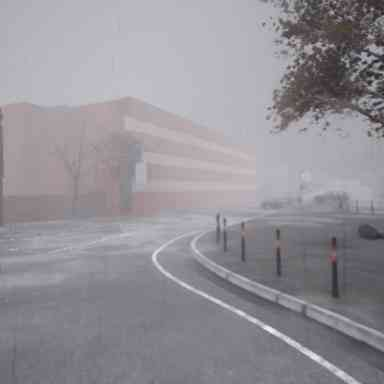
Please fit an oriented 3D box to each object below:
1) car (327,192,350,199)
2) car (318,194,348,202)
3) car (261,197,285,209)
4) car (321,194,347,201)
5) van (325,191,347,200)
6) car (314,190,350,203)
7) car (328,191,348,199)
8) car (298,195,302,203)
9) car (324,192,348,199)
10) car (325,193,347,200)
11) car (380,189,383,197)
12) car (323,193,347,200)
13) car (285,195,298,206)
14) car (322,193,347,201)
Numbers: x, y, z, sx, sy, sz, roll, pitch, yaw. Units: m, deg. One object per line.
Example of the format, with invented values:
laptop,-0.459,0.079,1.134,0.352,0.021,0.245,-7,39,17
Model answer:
car,38.328,0.868,86.939,5.366,1.575,1.946,-1,0,25
car,26.028,1.099,61.500,5.008,1.535,2.097,-1,0,25
car,10.530,1.553,43.883,1.895,1.301,4.718,-1,0,26
car,28.457,1.096,66.603,4.674,1.452,2.002,-1,0,25
van,32.198,0.760,74.208,4.442,1.987,1.878,-1,0,25
car,23.577,0.887,56.405,5.566,2.045,2.435,-1,0,25
car,36.974,0.771,84.453,4.553,1.767,2.185,-1,0,25
car,19.510,1.321,62.434,1.812,1.442,4.674,-1,0,26
car,35.568,0.920,81.994,5.366,1.575,1.946,-1,0,25
car,33.308,1.005,76.811,4.674,1.452,2.002,-1,0,25
car,48.384,0.702,79.241,5.008,1.535,2.097,-1,0,25
car,30.858,1.041,71.719,4.792,1.488,2.163,-1,0,25
car,15.086,1.428,53.370,2.033,1.411,5.357,-1,0,26
car,29.674,1.074,69.153,4.674,1.452,2.002,-1,0,25
